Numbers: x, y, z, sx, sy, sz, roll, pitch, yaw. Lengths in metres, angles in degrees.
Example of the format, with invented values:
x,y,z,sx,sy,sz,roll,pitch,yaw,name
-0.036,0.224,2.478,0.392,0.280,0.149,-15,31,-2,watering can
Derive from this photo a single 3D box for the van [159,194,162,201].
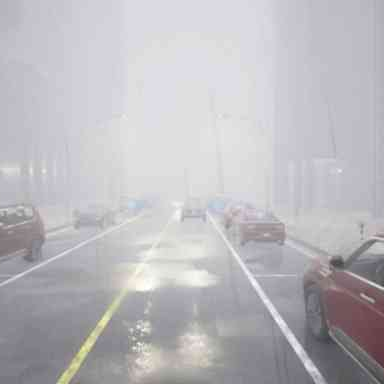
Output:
x,y,z,sx,sy,sz,roll,pitch,yaw,name
-5.754,0.994,48.215,1.690,1.788,3.998,0,0,0,van

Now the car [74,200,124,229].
x,y,z,sx,sy,sz,roll,pitch,yaw,name
-5.759,1.404,20.170,2.008,1.369,4.403,0,0,0,car

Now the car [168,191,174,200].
x,y,z,sx,sy,sz,roll,pitch,yaw,name
-5.751,1.040,76.263,1.947,1.339,4.313,0,0,0,car

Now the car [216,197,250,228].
x,y,z,sx,sy,sz,roll,pitch,yaw,name
2.766,1.293,20.177,1.967,1.590,4.097,0,0,0,car

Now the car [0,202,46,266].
x,y,z,sx,sy,sz,roll,pitch,yaw,name
-5.761,1.249,8.949,2.192,1.841,5.009,0,0,0,car

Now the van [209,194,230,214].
x,y,z,sx,sy,sz,roll,pitch,yaw,name
2.768,1.114,31.394,1.690,1.788,3.998,0,0,0,van

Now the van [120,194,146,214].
x,y,z,sx,sy,sz,roll,pitch,yaw,name
-5.757,1.114,31.387,1.690,1.788,3.998,0,0,0,van

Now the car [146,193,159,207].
x,y,z,sx,sy,sz,roll,pitch,yaw,name
-5.755,1.133,42.607,1.967,1.590,4.097,0,0,0,car

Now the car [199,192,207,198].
x,y,z,sx,sy,sz,roll,pitch,yaw,name
2.776,0.845,87.485,1.967,1.590,4.097,0,0,0,car

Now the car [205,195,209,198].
x,y,z,sx,sy,sz,roll,pitch,yaw,name
2.769,1.277,37.005,1.887,1.381,4.507,0,0,0,car

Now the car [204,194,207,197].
x,y,z,sx,sy,sz,roll,pitch,yaw,name
2.770,1.259,42.614,1.947,1.339,4.313,0,0,0,car

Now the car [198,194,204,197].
x,y,z,sx,sy,sz,roll,pitch,yaw,name
0.107,1.268,41.094,1.994,1.385,4.181,0,0,0,car

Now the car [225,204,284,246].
x,y,z,sx,sy,sz,roll,pitch,yaw,name
2.765,1.438,14.569,1.887,1.381,4.507,0,0,0,car

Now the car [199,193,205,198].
x,y,z,sx,sy,sz,roll,pitch,yaw,name
2.777,0.953,93.094,1.802,1.307,4.206,0,0,0,car

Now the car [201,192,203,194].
x,y,z,sx,sy,sz,roll,pitch,yaw,name
2.771,1.138,54.002,1.752,1.417,4.829,0,0,0,car

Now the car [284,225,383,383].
x,y,z,sx,sy,sz,roll,pitch,yaw,name
2.763,1.290,3.349,2.192,1.841,5.009,0,0,0,car

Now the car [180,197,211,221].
x,y,z,sx,sy,sz,roll,pitch,yaw,name
0.105,1.367,24.831,2.033,1.411,5.357,0,0,0,car

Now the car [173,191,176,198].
x,y,z,sx,sy,sz,roll,pitch,yaw,name
-5.750,0.880,81.872,1.967,1.590,4.097,0,0,0,car

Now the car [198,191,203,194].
x,y,z,sx,sy,sz,roll,pitch,yaw,name
2.775,1.025,76.267,2.008,1.369,4.403,0,0,0,car

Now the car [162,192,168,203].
x,y,z,sx,sy,sz,roll,pitch,yaw,name
-5.753,1.104,59.265,1.752,1.417,4.829,0,0,0,car
